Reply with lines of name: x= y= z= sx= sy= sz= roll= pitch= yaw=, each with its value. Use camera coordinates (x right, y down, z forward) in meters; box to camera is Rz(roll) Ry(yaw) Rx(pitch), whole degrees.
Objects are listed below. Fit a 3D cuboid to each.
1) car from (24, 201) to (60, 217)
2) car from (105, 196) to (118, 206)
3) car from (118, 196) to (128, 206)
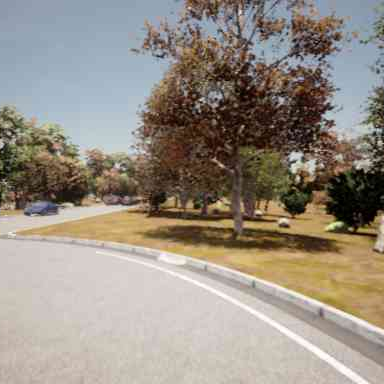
car: x=-15.352 y=1.710 z=34.338 sx=1.812 sy=1.442 sz=4.674 roll=-1 pitch=0 yaw=3
car: x=-13.825 y=1.450 z=58.925 sx=2.097 sy=1.767 sz=4.553 roll=-1 pitch=0 yaw=4
car: x=-10.444 y=1.613 z=55.637 sx=1.994 sy=1.385 sz=4.181 roll=-1 pitch=0 yaw=4
